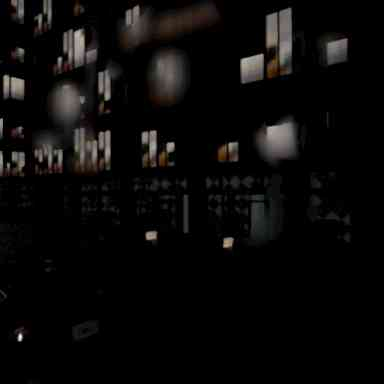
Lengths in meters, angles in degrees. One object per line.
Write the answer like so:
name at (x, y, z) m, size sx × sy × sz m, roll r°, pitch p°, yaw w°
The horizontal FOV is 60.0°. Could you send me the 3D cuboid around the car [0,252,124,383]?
car at (-2.881, 1.579, 4.933) m, size 4.313 × 1.339 × 1.947 m, roll 0°, pitch 0°, yaw 36°
